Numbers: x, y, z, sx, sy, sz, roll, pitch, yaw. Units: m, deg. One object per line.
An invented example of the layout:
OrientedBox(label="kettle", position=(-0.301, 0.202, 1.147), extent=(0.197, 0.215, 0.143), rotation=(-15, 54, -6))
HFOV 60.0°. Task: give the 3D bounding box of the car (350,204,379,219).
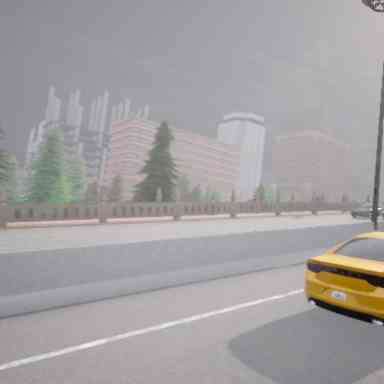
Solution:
OrientedBox(label="car", position=(18.224, 1.967, 34.174), extent=(4.892, 1.490, 1.837), rotation=(1, 0, -35))

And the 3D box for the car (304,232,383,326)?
OrientedBox(label="car", position=(4.435, 1.578, 6.910), extent=(5.008, 1.535, 1.882), rotation=(1, 0, -35))

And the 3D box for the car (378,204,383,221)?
OrientedBox(label="car", position=(19.465, 2.051, 30.764), extent=(4.718, 1.301, 1.895), rotation=(1, -1, -35))
